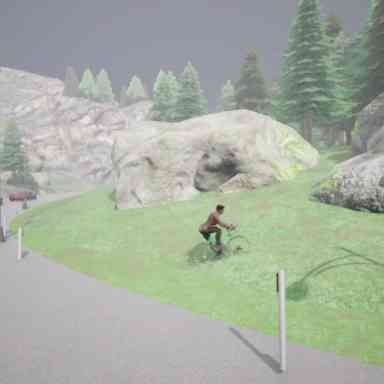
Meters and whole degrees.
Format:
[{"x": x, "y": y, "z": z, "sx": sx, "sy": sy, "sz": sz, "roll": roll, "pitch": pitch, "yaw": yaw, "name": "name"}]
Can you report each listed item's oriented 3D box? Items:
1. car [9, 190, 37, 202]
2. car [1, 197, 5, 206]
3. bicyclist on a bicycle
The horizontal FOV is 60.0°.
[{"x": -22.208, "y": 0.480, "z": 43.875, "sx": 1.994, "sy": 1.385, "sz": 4.181, "roll": 0, "pitch": 2, "yaw": 0, "name": "car"}, {"x": -20.913, "y": 0.764, "z": 34.037, "sx": 1.882, "sy": 1.535, "sz": 5.008, "roll": 0, "pitch": 2, "yaw": -11, "name": "car"}, {"x": 0.715, "y": 1.166, "z": 8.950, "sx": 1.656, "sy": 1.620, "sz": 0.582, "roll": -11, "pitch": 10, "yaw": -6, "name": "bicyclist on a bicycle"}]
